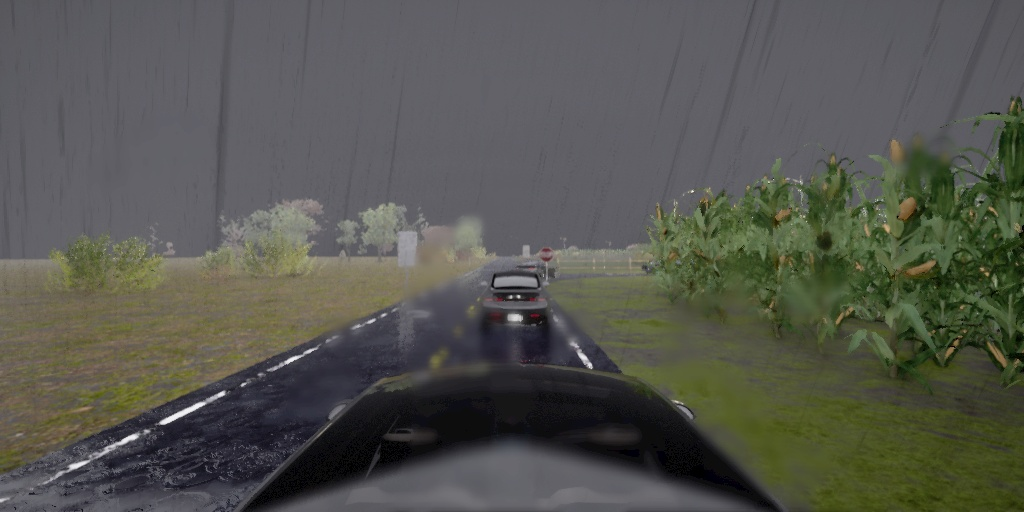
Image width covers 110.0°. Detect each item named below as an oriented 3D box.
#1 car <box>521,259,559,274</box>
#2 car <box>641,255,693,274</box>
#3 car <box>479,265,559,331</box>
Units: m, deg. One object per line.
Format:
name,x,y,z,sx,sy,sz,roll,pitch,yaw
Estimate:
car,1.873,0.981,25.555,2.128,1.511,4.902,1,2,25
car,14.214,0.695,32.754,4.553,1.767,2.097,-1,0,-1
car,0.093,1.173,10.693,1.837,1.490,4.892,0,1,0
